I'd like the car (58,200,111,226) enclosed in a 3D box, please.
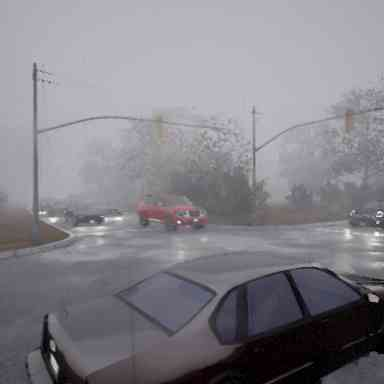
[{"bbox_3d":[-7.765,1.503,23.549,2.033,1.411,5.357,0,0,-31],"label":"car"}]

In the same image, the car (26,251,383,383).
[{"bbox_3d":[0.881,1.530,4.321,5.357,1.411,2.033,0,0,-34],"label":"car"}]

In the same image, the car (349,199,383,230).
[{"bbox_3d":[11.590,1.237,20.202,4.553,1.767,2.097,0,0,-33],"label":"car"}]

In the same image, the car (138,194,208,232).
[{"bbox_3d":[-1.340,1.161,20.074,2.150,2.045,5.566,0,0,-34],"label":"car"}]

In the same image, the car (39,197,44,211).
[{"bbox_3d":[-17.495,1.383,40.683,2.097,1.767,4.553,0,0,-28],"label":"car"}]

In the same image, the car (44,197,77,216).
[{"bbox_3d":[-12.699,1.482,31.899,1.837,1.490,4.892,0,0,-30],"label":"car"}]

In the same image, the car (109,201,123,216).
[{"bbox_3d":[-7.801,1.511,30.396,1.994,1.385,4.181,0,0,-30],"label":"car"}]

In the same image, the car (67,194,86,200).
[{"bbox_3d":[-15.706,1.257,44.795,2.150,2.045,5.566,0,0,-27],"label":"car"}]
